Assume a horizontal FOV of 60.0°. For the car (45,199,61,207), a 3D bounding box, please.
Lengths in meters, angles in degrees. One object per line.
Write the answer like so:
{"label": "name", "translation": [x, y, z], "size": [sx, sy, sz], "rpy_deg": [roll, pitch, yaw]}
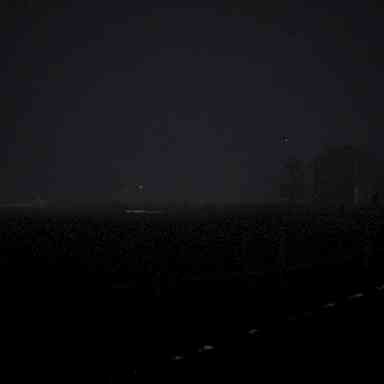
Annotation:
{"label": "car", "translation": [-34.590, 2.967, 83.641], "size": [1.994, 1.385, 4.181], "rpy_deg": [0, -1, -43]}

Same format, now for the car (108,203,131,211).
{"label": "car", "translation": [-12.175, 2.437, 55.516], "size": [1.895, 1.301, 4.718], "rpy_deg": [0, -1, -43]}
